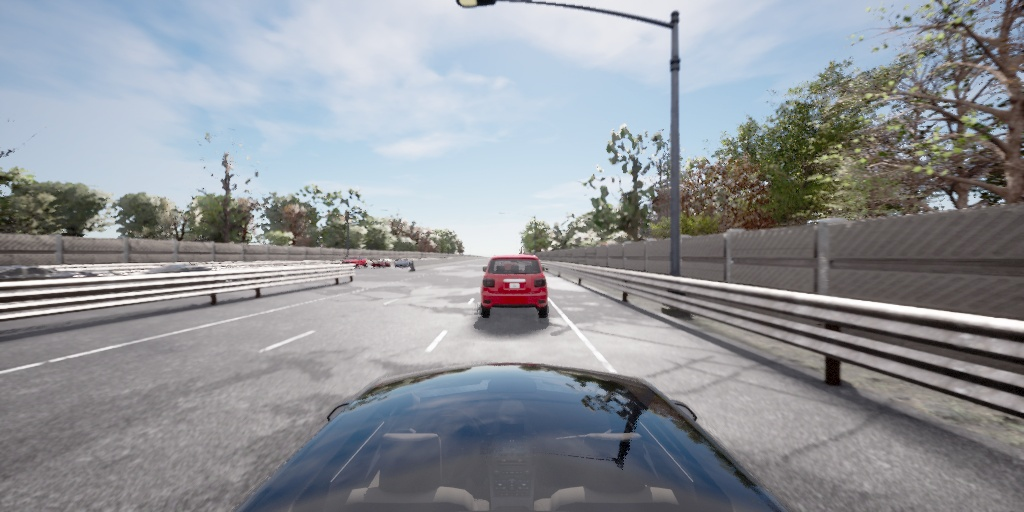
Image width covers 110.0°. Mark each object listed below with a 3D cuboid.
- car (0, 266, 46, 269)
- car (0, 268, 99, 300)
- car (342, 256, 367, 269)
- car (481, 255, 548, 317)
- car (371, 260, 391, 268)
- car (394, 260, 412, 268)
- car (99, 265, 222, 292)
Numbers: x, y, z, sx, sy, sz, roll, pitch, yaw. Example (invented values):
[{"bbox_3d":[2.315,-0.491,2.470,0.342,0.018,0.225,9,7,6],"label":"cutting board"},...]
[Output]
[{"bbox_3d":[-24.836,1.263,17.545,1.837,1.490,4.892,0,0,1],"label":"car"},{"bbox_3d":[-21.326,1.358,17.570,1.895,1.301,4.718,0,0,1],"label":"car"},{"bbox_3d":[-25.191,0.992,57.613,2.150,2.045,5.566,0,0,0],"label":"car"},{"bbox_3d":[0.062,0.975,13.329,2.150,2.045,5.566,0,0,0],"label":"car"},{"bbox_3d":[-21.716,1.373,59.494,1.895,1.301,4.718,0,0,-1],"label":"car"},{"bbox_3d":[-18.240,1.335,60.051,1.994,1.385,4.181,0,0,-1],"label":"car"},{"bbox_3d":[-17.811,1.261,18.836,1.837,1.490,4.892,0,0,1],"label":"car"}]
